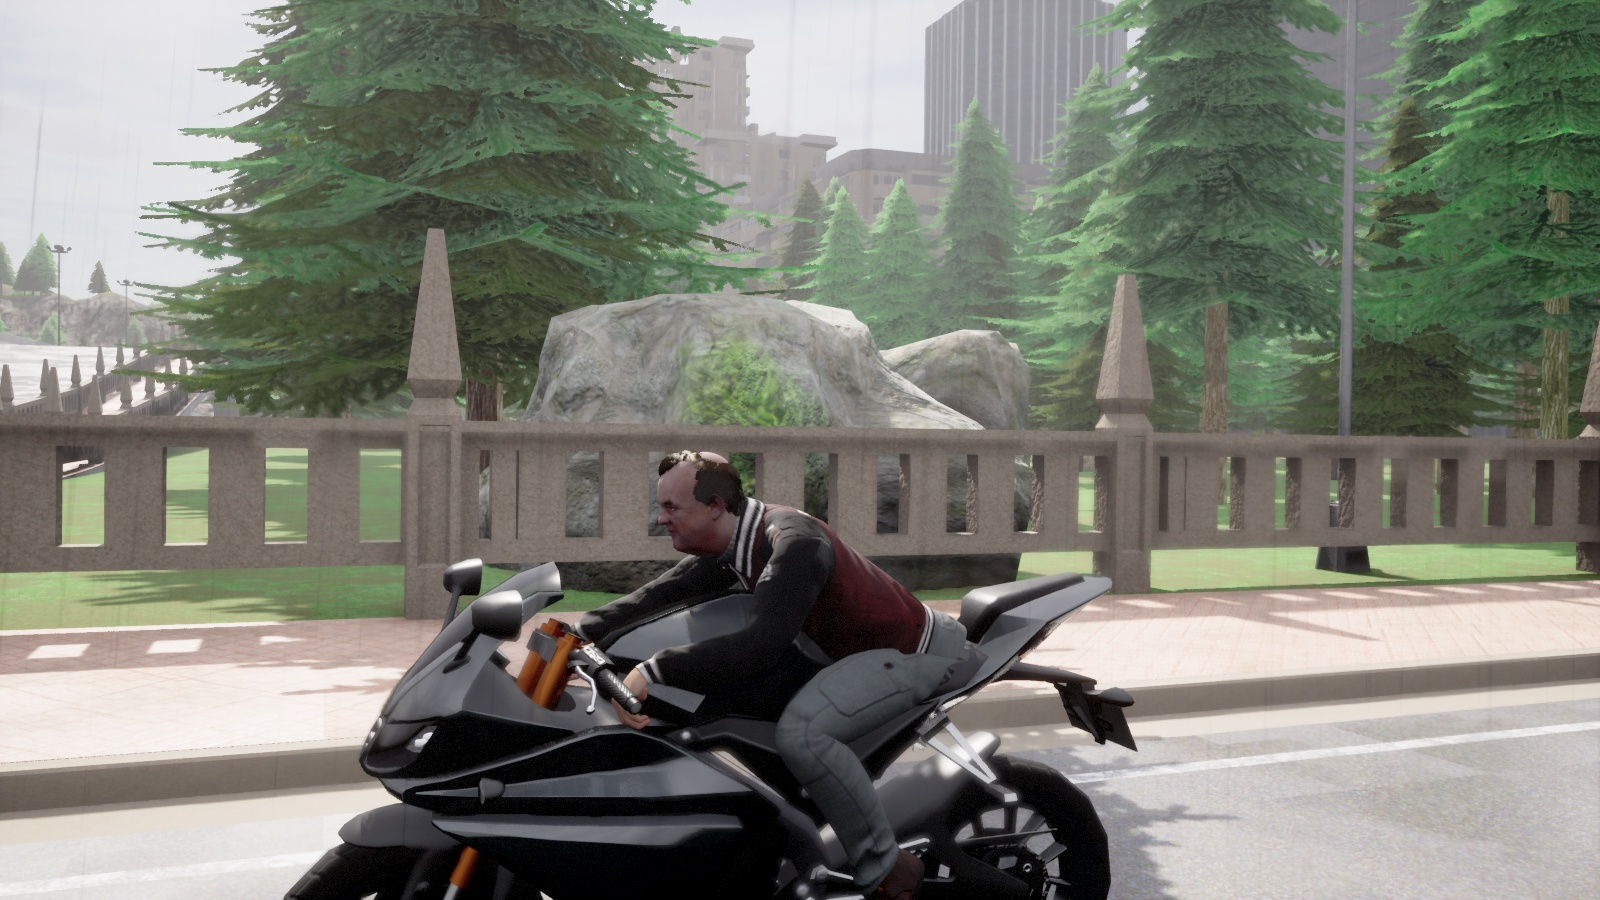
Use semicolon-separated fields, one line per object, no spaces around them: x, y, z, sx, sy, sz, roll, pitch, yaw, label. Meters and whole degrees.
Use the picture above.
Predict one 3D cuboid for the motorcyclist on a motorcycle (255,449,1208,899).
-0.153;0.783;3.181;2.191;1.530;0.866;-1;1;-21;motorcyclist on a motorcycle
